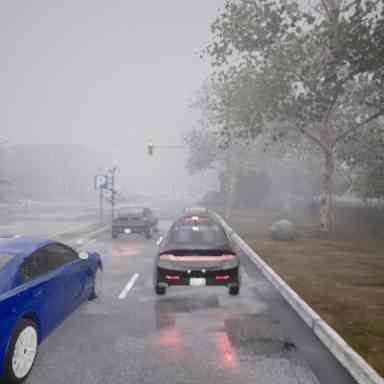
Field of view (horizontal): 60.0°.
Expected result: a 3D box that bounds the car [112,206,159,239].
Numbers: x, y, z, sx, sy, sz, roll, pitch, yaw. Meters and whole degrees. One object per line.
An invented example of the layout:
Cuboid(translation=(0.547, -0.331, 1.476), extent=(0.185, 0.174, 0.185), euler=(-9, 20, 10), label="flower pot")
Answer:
Cuboid(translation=(-2.839, 1.475, 17.184), extent=(1.837, 1.490, 4.892), euler=(0, 0, 0), label="car")

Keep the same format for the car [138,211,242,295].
Cuboid(translation=(0.110, 1.475, 8.688), extent=(2.128, 1.511, 4.902), euler=(0, 0, 0), label="car")

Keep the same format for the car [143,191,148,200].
Cuboid(translation=(-13.020, 1.086, 73.924), extent=(4.892, 1.521, 2.231), euler=(-1, 0, -14), label="car")

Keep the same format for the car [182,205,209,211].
Cuboid(translation=(0.170, 1.473, 18.101), extent=(1.837, 1.490, 4.892), euler=(0, 0, 0), label="car")

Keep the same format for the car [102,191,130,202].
Cuboid(translation=(-14.450, 1.161, 61.969), extent=(4.792, 1.488, 2.163), euler=(-1, 0, -15), label="car")

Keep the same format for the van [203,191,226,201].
Cuboid(translation=(4.277, 0.836, 64.565), extent=(4.442, 1.987, 1.878), euler=(1, 1, -14), label="van")

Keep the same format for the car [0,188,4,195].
Cuboid(translation=(-31.170, -0.031, 52.832), extent=(2.002, 1.452, 4.674), euler=(6, -2, -19), label="car")

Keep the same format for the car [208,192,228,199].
Cuboid(translation=(6.450, 0.866, 82.234), extent=(4.553, 1.767, 2.185), euler=(0, 0, -12), label="car")

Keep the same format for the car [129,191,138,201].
Cuboid(translation=(-13.806, 1.108, 64.961), extent=(5.366, 1.575, 1.946), euler=(-1, 0, -15), label="car")

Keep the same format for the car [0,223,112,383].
Cuboid(translation=(-2.896, 1.467, 5.365), extent=(1.882, 1.535, 5.008), euler=(0, -1, 0), label="car")

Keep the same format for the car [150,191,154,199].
Cuboid(translation=(-12.276, 1.104, 79.921), extent=(4.674, 1.452, 2.002), euler=(-1, 0, -13), label="car")

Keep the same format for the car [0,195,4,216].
Cuboid(translation=(-16.630, 1.326, 24.163), extent=(4.553, 1.767, 2.185), euler=(-1, 0, -19), label="car")

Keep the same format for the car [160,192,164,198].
Cuboid(translation=(-11.011, 0.782, 88.909), extent=(5.566, 2.045, 2.435), euler=(-1, 0, -12), label="car")

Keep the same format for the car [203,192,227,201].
Cuboid(translation=(4.660, 0.926, 67.534), extent=(4.553, 1.767, 2.185), euler=(0, 0, -14), label="car")

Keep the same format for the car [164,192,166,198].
Cuboid(translation=(-10.590, 1.023, 91.888), extent=(5.008, 1.535, 2.097), euler=(-1, 0, -12), label="car")

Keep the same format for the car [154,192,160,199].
Cuboid(translation=(-11.461, 1.084, 85.904), extent=(4.674, 1.452, 2.002), euler=(-1, 0, -12), label="car")

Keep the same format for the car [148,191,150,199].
Cuboid(translation=(-12.647, 1.114, 76.920), extent=(4.674, 1.452, 2.002), euler=(-1, 0, -13), label="car")

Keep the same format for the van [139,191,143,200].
Cuboid(translation=(-13.248, 0.867, 70.953), extent=(4.442, 1.987, 1.878), euler=(-1, 0, -14), label="van")
